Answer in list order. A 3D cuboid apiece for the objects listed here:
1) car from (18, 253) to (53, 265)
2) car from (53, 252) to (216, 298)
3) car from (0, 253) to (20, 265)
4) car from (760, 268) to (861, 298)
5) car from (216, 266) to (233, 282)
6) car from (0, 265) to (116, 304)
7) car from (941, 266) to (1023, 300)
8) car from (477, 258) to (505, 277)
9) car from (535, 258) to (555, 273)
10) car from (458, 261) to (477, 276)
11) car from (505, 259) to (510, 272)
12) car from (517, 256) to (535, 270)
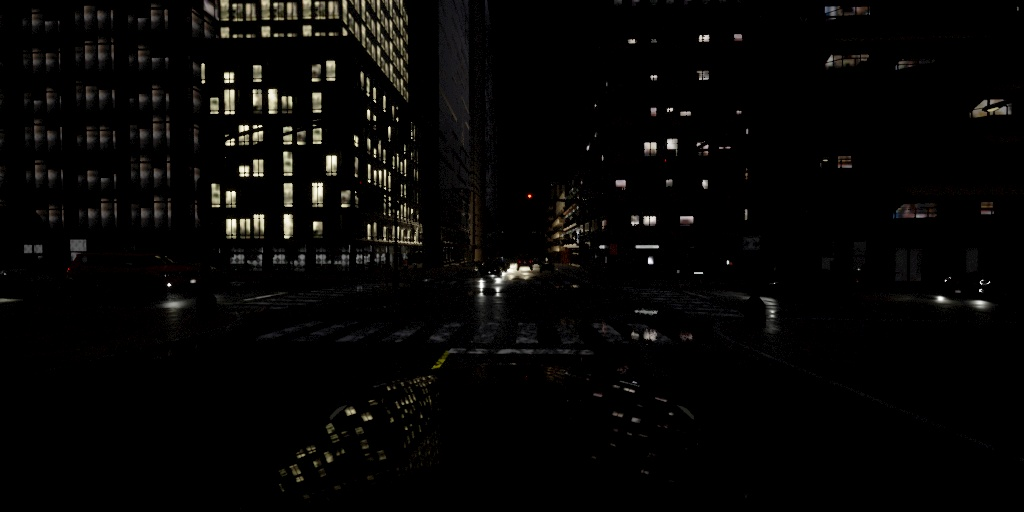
[{"bbox_3d":[-32.874,0.710,23.964,5.009,1.841,2.192,0,0,3],"label":"car"},{"bbox_3d":[-18.138,0.844,17.422,5.566,2.045,2.150,1,1,3],"label":"car"},{"bbox_3d":[-28.336,0.887,17.928,4.553,1.767,2.097,0,1,3],"label":"car"},{"bbox_3d":[15.531,1.379,18.975,4.674,1.442,1.812,1,1,4],"label":"car"},{"bbox_3d":[-20.942,1.027,23.338,4.829,1.417,1.751,0,0,3],"label":"car"},{"bbox_3d":[-19.857,1.203,14.960,4.403,1.370,2.007,0,0,3],"label":"car"},{"bbox_3d":[25.376,1.287,18.477,4.553,1.767,2.097,0,1,3],"label":"car"},{"bbox_3d":[-1.956,1.240,34.807,1.837,1.490,4.892,0,0,2],"label":"car"},{"bbox_3d":[4.106,1.283,42.437,2.007,1.370,4.403,0,0,2],"label":"car"},{"bbox_3d":[-4.475,1.260,36.912,1.751,1.417,4.829,0,0,2],"label":"car"},{"bbox_3d":[-1.599,1.296,44.704,1.994,1.385,4.181,0,0,2],"label":"car"},{"bbox_3d":[1.850,0.950,51.920,2.150,2.045,5.566,0,0,2],"label":"car"}]
